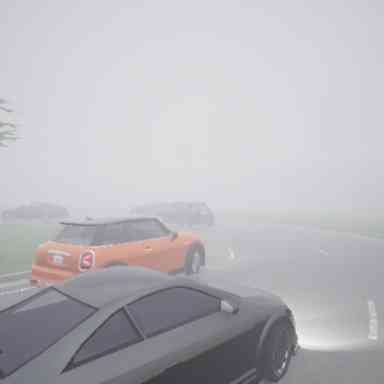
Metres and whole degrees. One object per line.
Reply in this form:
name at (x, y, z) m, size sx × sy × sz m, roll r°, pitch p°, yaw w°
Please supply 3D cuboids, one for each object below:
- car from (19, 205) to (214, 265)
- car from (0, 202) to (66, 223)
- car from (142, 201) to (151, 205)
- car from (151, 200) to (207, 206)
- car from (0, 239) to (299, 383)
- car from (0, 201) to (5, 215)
car at (-1.523, 1.374, 8.431) m, size 2.097 × 1.767 × 4.553 m, roll 0°, pitch 0°, yaw 33°
car at (-11.956, 1.545, 25.298) m, size 4.902 × 1.511 × 2.128 m, roll 0°, pitch 0°, yaw 9°
car at (-3.412, 1.572, 29.727) m, size 4.902 × 1.511 × 2.128 m, roll 0°, pitch 0°, yaw 31°
car at (-0.561, 1.419, 22.960) m, size 2.097 × 1.767 × 4.553 m, roll 0°, pitch 0°, yaw -37°
car at (-0.517, 1.574, 3.769) m, size 1.994 × 1.385 × 4.181 m, roll 0°, pitch 0°, yaw 44°
car at (-21.497, 1.586, 33.185) m, size 4.674 × 1.442 × 1.812 m, roll 0°, pitch 0°, yaw 6°
